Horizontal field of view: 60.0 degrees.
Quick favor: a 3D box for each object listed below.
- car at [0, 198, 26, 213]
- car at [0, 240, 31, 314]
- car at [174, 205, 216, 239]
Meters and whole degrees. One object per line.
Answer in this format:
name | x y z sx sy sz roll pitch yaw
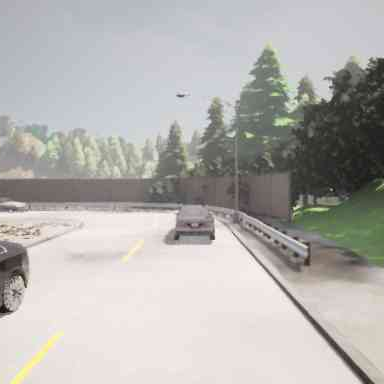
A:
car | -18.014 1.208 30.474 4.718 1.301 1.895 0 1 -2
car | -4.090 1.431 4.587 2.128 1.511 4.902 0 1 0
car | 0.089 1.341 15.934 2.033 1.411 5.357 0 1 -1
